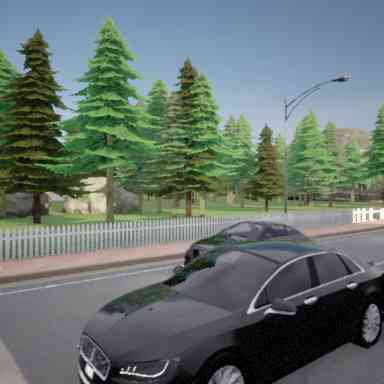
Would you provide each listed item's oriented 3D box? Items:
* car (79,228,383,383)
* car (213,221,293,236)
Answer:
[{"bbox_3d":[0.945,1.505,4.707,4.892,1.490,1.837,0,0,-37],"label":"car"},{"bbox_3d":[1.839,1.564,9.727,4.181,1.385,1.994,0,0,-36],"label":"car"}]
